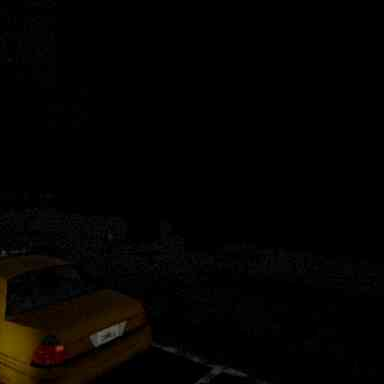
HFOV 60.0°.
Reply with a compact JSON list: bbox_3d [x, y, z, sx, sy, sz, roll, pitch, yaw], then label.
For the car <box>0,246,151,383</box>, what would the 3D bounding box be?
[{"bbox_3d":[-2.783,1.491,4.945,4.829,1.417,1.752,0,0,36],"label":"car"}]
